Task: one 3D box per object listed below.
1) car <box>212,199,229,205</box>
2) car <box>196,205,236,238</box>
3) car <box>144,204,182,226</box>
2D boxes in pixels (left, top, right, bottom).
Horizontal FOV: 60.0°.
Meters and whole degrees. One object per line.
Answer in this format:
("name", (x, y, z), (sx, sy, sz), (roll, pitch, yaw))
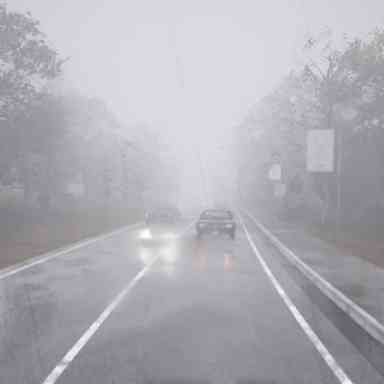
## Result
("car", (3.351, 1.477, 39.323), (2.033, 1.411, 5.357), (0, 0, 3))
("car", (1.304, 1.578, 17.586), (1.895, 1.301, 4.718), (1, 0, 6))
("car", (-1.888, 1.527, 22.799), (1.895, 1.301, 4.718), (1, 0, 6))
